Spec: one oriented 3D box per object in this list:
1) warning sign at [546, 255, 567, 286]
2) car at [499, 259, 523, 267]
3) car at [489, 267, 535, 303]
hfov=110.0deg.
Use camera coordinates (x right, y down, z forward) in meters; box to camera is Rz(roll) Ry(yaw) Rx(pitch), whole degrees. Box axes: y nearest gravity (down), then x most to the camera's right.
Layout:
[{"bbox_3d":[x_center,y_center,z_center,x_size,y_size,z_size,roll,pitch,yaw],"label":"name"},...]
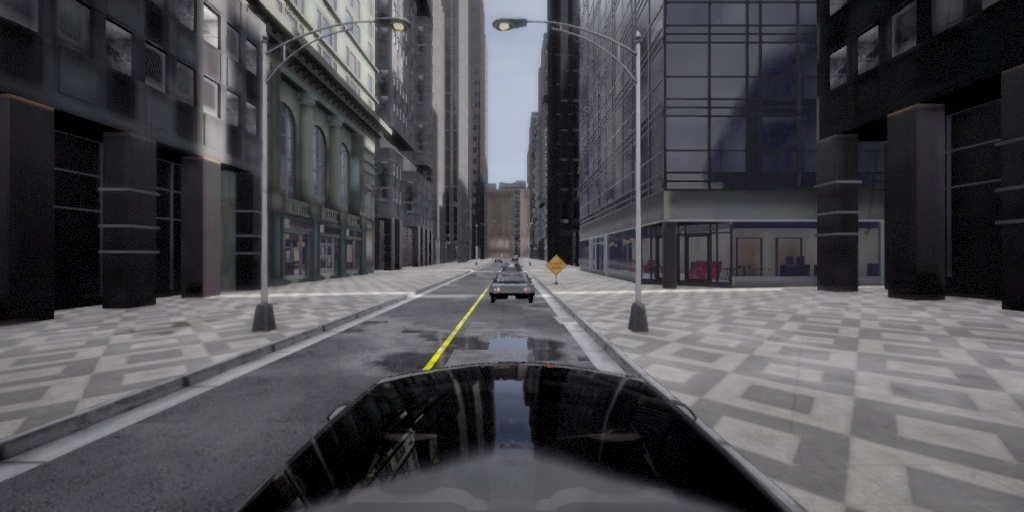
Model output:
[{"bbox_3d":[2.718,0.855,22.041,1.300,1.860,1.060,0,0,0],"label":"warning sign"},{"bbox_3d":[0.000,1.252,31.498,1.812,1.442,4.674,0,0,0],"label":"car"},{"bbox_3d":[0.000,1.363,16.529,1.895,1.301,4.718,0,0,0],"label":"car"}]
